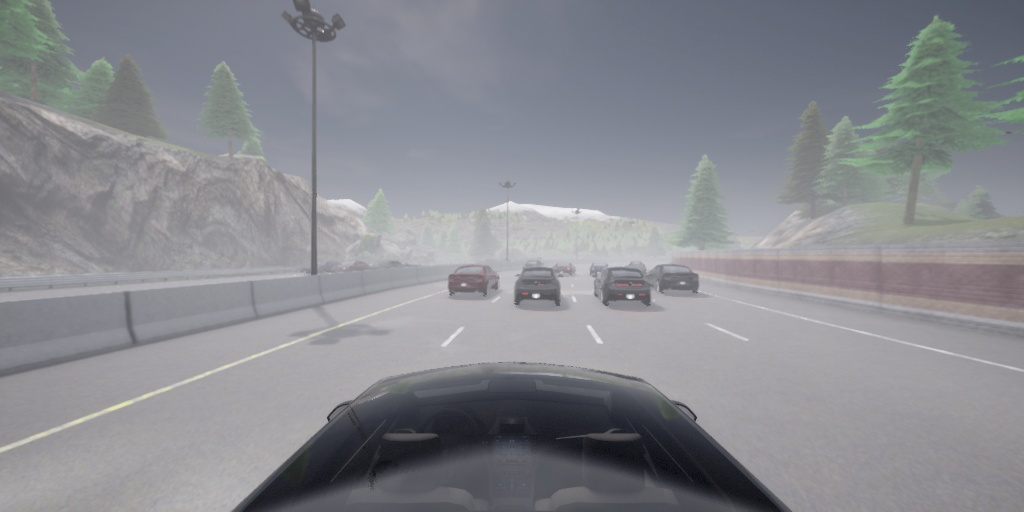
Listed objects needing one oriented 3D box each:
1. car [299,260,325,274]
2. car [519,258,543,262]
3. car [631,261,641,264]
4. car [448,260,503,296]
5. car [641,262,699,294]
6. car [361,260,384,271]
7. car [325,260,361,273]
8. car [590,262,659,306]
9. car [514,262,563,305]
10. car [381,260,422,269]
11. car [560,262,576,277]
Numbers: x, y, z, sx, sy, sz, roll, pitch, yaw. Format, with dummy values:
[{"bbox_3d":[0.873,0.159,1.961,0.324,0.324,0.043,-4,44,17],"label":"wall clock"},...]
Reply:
[{"bbox_3d":[-19.772,1.181,38.007,2.033,1.411,5.357,0,0,14],"label":"car"},{"bbox_3d":[2.434,1.188,38.876,1.812,1.442,4.674,0,0,16],"label":"car"},{"bbox_3d":[12.907,1.245,37.234,1.994,1.385,4.181,0,0,17],"label":"car"},{"bbox_3d":[-1.893,1.182,19.102,1.882,1.535,5.008,0,0,8],"label":"car"},{"bbox_3d":[8.908,1.195,20.307,1.882,1.535,5.008,0,0,9],"label":"car"},{"bbox_3d":[-12.850,1.152,36.725,1.837,1.490,4.892,0,0,15],"label":"car"},{"bbox_3d":[-16.425,1.167,36.826,1.812,1.442,4.674,0,0,14],"label":"car"},{"bbox_3d":[4.716,1.229,15.763,1.837,1.490,4.892,0,1,7],"label":"car"},{"bbox_3d":[1.201,1.223,15.895,1.837,1.490,4.892,0,0,7],"label":"car"},{"bbox_3d":[-9.939,1.258,34.023,1.895,1.301,4.718,0,0,14],"label":"car"},{"bbox_3d":[5.427,1.273,36.729,1.895,1.301,4.718,0,0,16],"label":"car"}]
